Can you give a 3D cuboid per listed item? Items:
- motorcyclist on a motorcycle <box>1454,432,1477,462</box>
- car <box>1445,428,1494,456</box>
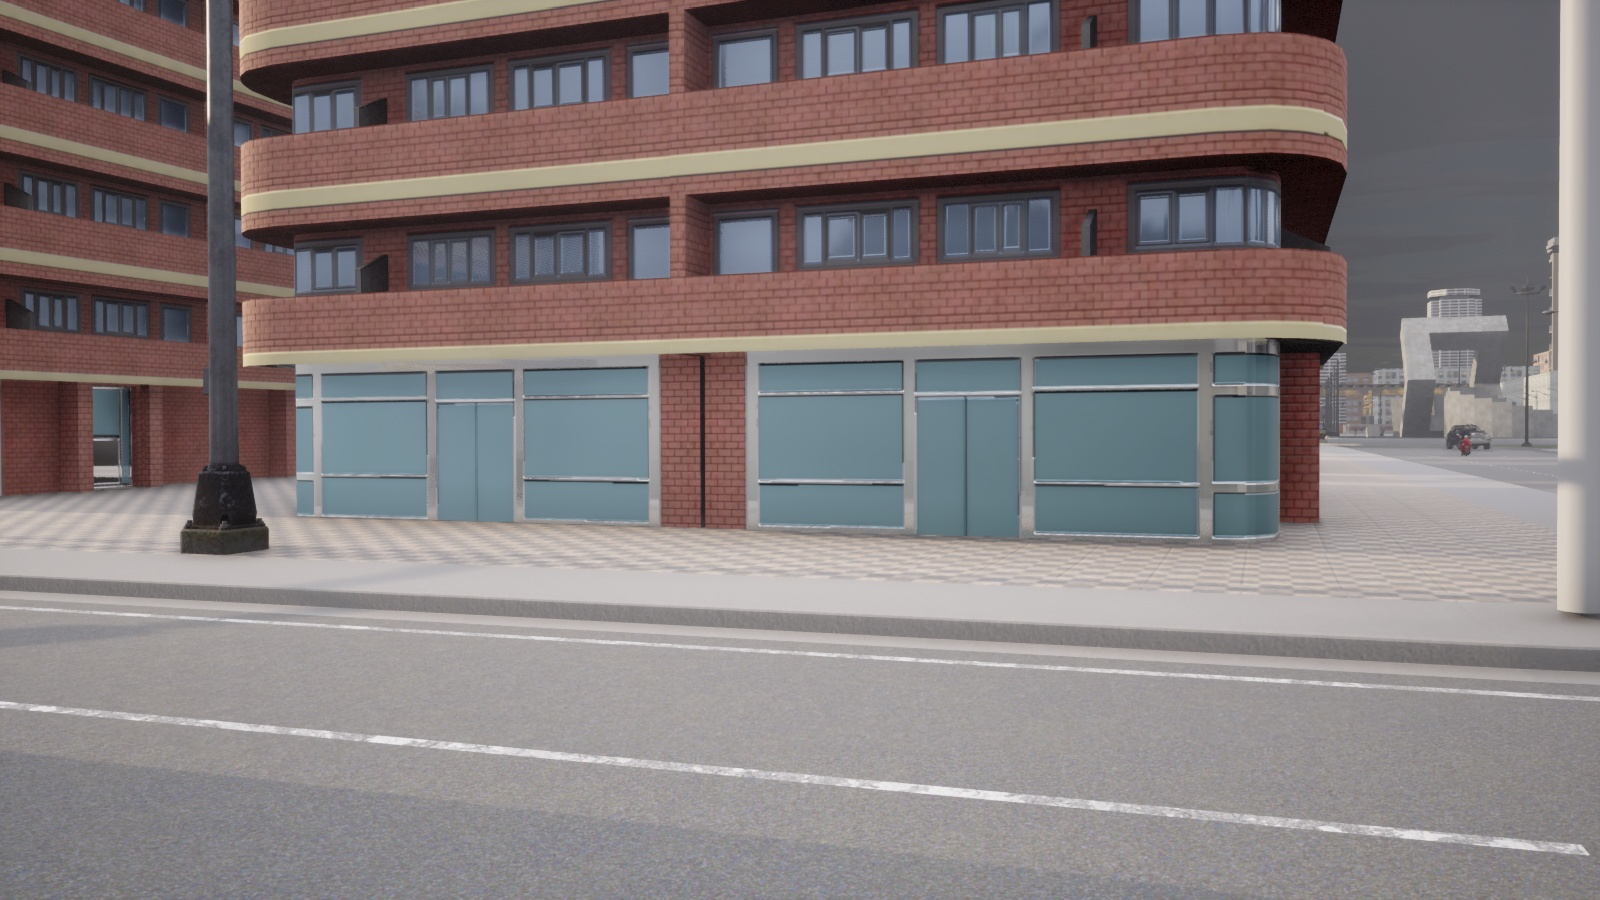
[{"bbox_3d":[36.356,-0.182,68.612,0.866,1.590,1.817,1,1,20],"label":"motorcyclist on a motorcycle"},{"bbox_3d":[46.690,-0.585,87.681,1.932,1.855,4.605,0,1,14],"label":"car"}]
